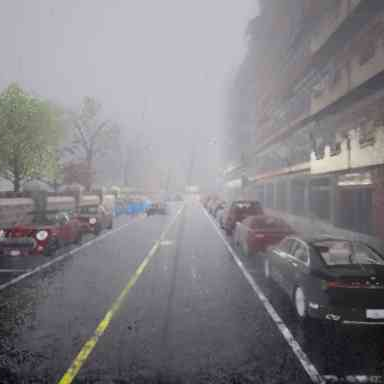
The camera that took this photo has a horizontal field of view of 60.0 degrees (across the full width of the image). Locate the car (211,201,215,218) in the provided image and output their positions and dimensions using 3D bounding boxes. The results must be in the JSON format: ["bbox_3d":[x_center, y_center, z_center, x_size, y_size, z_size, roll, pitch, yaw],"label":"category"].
[{"bbox_3d":[2.698,1.552,23.958,2.008,1.369,4.403,0,0,0],"label":"car"}]

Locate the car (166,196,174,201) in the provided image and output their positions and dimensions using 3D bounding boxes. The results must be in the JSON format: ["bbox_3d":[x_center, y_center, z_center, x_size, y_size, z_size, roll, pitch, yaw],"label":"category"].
[{"bbox_3d":[-5.668,1.659,85.894,1.802,1.307,4.206,0,0,0],"label":"car"}]

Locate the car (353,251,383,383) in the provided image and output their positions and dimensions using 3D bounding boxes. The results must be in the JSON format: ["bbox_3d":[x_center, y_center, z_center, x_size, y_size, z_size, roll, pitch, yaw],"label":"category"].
[{"bbox_3d":[2.694,1.440,1.437,1.967,1.590,4.097,0,0,0],"label":"car"}]

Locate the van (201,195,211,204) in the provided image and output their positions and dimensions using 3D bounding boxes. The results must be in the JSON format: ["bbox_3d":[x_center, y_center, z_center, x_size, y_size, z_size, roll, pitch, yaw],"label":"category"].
[{"bbox_3d":[2.708,1.385,63.369,1.690,1.788,3.998,0,0,0],"label":"van"}]

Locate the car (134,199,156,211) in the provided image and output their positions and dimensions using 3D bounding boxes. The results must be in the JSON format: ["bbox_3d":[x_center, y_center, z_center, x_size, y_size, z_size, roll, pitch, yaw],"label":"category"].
[{"bbox_3d":[-5.678,1.564,40.850,2.008,1.369,4.403,0,0,0],"label":"car"}]

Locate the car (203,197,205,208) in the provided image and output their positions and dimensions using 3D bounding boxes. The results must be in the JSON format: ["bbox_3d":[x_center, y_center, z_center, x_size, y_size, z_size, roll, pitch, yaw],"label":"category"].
[{"bbox_3d":[2.702,1.596,40.849,1.802,1.307,4.206,0,0,0],"label":"car"}]

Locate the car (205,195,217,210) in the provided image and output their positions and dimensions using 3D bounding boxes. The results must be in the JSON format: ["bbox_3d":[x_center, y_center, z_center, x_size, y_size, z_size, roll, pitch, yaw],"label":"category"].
[{"bbox_3d":[2.701,1.448,35.217,1.967,1.590,4.097,0,0,0],"label":"car"}]

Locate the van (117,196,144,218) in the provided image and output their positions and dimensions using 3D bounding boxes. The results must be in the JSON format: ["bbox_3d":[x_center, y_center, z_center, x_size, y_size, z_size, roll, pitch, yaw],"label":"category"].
[{"bbox_3d":[-5.681,1.346,29.590,1.690,1.788,3.998,0,0,0],"label":"van"}]

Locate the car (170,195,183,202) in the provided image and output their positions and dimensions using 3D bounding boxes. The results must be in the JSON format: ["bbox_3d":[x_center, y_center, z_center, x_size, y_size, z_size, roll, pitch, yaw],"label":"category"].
[{"bbox_3d":[-2.982,1.344,72.376,2.097,1.767,4.553,0,0,0],"label":"car"}]

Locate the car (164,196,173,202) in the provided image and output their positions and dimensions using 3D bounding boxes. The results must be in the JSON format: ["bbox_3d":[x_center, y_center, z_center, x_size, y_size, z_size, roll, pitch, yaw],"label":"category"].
[{"bbox_3d":[-5.669,1.635,80.263,1.947,1.339,4.313,0,0,0],"label":"car"}]

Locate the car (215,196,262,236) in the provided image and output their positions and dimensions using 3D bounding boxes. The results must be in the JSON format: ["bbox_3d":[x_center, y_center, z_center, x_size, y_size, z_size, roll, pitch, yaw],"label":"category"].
[{"bbox_3d":[2.698,1.315,18.328,2.192,1.841,5.009,0,0,0],"label":"car"}]

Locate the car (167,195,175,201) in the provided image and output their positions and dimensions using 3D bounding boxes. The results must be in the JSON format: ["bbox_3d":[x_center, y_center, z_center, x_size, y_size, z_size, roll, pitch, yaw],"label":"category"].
[{"bbox_3d":[-5.667,1.632,91.522,1.887,1.381,4.507,0,0,0],"label":"car"}]

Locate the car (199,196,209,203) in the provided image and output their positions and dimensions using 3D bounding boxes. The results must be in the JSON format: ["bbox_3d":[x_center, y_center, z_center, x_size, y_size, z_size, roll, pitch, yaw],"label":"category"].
[{"bbox_3d":[2.710,1.612,74.630,2.008,1.369,4.403,0,0,0],"label":"car"}]

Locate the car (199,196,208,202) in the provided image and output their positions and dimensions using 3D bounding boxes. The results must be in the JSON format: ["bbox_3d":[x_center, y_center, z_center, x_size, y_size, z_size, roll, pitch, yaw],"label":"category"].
[{"bbox_3d":[2.711,1.614,80.261,1.887,1.381,4.507,0,0,0],"label":"car"}]

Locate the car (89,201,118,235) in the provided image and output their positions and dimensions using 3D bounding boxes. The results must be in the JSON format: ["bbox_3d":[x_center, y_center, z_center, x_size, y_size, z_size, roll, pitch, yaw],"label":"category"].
[{"bbox_3d":[-5.683,1.440,18.330,1.967,1.590,4.097,0,0,0],"label":"car"}]

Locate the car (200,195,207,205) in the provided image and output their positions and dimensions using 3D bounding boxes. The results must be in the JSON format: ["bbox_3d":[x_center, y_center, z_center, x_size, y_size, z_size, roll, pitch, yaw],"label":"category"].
[{"bbox_3d":[2.703,1.335,46.478,2.192,1.841,5.009,0,0,0],"label":"car"}]

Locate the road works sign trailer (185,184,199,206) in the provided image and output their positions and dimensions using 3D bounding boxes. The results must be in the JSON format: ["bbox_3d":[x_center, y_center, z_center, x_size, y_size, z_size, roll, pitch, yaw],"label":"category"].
[{"bbox_3d":[0.014,0.500,57.191,2.380,3.560,2.880,0,0,0],"label":"road works sign trailer"}]

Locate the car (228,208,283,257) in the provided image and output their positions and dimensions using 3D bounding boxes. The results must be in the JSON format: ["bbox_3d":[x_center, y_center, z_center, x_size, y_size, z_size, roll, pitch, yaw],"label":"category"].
[{"bbox_3d":[2.696,1.544,12.697,1.887,1.381,4.507,0,0,0],"label":"car"}]

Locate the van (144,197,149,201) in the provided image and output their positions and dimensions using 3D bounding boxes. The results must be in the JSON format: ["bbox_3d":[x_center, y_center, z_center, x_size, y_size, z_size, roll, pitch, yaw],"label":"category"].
[{"bbox_3d":[-5.679,1.349,35.219,1.690,1.788,3.998,0,0,0],"label":"van"}]

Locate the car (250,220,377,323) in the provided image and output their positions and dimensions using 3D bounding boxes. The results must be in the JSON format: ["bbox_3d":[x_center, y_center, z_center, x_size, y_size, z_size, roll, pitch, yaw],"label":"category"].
[{"bbox_3d":[2.694,1.550,7.068,2.008,1.369,4.403,0,0,0],"label":"car"}]

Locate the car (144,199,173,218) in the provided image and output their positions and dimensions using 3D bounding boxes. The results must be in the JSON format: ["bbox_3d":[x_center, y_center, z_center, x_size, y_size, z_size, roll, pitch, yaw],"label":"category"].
[{"bbox_3d":[-3.090,1.606,30.849,1.895,1.301,4.718,0,0,0],"label":"car"}]

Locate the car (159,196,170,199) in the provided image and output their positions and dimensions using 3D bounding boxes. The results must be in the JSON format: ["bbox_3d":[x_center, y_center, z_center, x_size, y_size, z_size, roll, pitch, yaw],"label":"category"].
[{"bbox_3d":[-5.673,1.569,63.201,1.752,1.417,4.829,0,0,0],"label":"car"}]

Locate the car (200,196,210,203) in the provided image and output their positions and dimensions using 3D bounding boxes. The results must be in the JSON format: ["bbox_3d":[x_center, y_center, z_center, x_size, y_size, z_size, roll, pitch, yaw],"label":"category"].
[{"bbox_3d":[2.708,1.618,69.000,1.947,1.339,4.313,0,0,0],"label":"car"}]

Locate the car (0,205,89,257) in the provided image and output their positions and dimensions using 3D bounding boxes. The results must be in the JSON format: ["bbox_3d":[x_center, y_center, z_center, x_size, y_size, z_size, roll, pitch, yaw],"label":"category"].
[{"bbox_3d":[-5.684,1.439,12.700,1.967,1.590,4.097,0,0,0],"label":"car"}]

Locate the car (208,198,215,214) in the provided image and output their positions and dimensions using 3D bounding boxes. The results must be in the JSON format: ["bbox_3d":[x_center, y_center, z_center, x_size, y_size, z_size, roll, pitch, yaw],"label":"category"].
[{"bbox_3d":[2.699,1.549,29.588,1.887,1.381,4.507,0,0,0],"label":"car"}]
